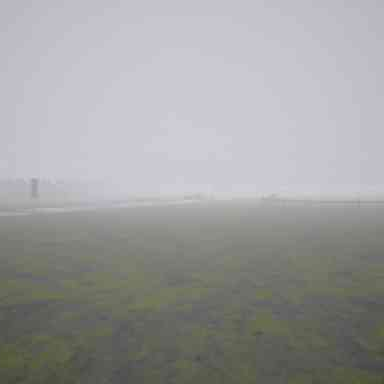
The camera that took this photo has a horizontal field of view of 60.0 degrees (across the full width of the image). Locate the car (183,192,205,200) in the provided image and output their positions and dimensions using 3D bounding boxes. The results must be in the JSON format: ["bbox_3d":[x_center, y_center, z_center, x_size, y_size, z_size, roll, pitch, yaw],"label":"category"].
[{"bbox_3d":[0.506,0.739,61.308,2.033,1.411,5.357,0,1,31],"label":"car"}]
